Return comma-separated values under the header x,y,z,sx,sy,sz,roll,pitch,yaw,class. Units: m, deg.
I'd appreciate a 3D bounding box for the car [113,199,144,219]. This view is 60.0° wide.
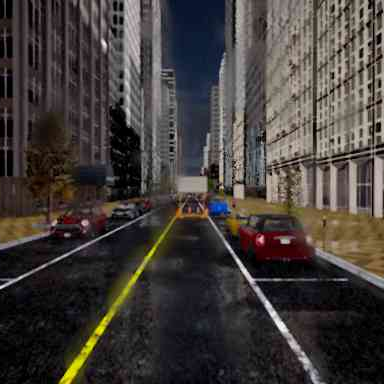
x,y,z,sx,sy,sz,roll,pitch,yaw,class
-5.695,1.562,28.543,2.008,1.369,4.403,-1,0,0,car

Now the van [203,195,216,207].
x,y,z,sx,sy,sz,roll,pitch,yaw,class
2.686,1.362,51.277,1.690,1.788,3.998,-1,0,0,van

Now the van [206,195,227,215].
x,y,z,sx,sy,sz,roll,pitch,yaw,class
2.684,1.355,34.226,1.690,1.788,3.998,-1,0,0,van

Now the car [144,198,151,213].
x,y,z,sx,sy,sz,roll,pitch,yaw,class
-5.694,1.580,34.227,1.947,1.339,4.313,-1,0,0,car

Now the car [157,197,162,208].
x,y,z,sx,sy,sz,roll,pitch,yaw,class
-5.694,1.569,45.594,2.008,1.369,4.403,-1,0,0,car

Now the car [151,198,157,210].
x,y,z,sx,sy,sz,roll,pitch,yaw,class
-5.694,1.561,39.911,1.887,1.381,4.507,-1,0,0,car

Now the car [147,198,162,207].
x,y,z,sx,sy,sz,roll,pitch,yaw,class
-5.692,1.603,51.278,1.802,1.307,4.206,-1,0,0,car

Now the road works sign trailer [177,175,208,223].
x,y,z,sx,sy,sz,roll,pitch,yaw,class
0.032,0.475,25.602,2.380,3.560,2.880,0,0,1,road works sign trailer

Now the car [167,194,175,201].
x,y,z,sx,sy,sz,roll,pitch,yaw,class
-5.690,1.476,91.063,1.967,1.590,4.097,-1,0,0,car

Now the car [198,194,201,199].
x,y,z,sx,sy,sz,roll,pitch,yaw,class
2.690,1.581,74.011,2.008,1.369,4.403,-1,0,0,car

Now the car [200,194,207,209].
x,y,z,sx,sy,sz,roll,pitch,yaw,class
2.685,1.334,45.594,2.192,1.841,5.009,-1,0,0,car

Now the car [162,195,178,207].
x,y,z,sx,sy,sz,roll,pitch,yaw,class
-3.073,1.568,51.045,2.033,1.411,5.357,0,0,0,car

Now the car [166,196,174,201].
x,y,z,sx,sy,sz,roll,pitch,yaw,class
-5.689,1.616,85.379,1.802,1.307,4.206,-1,0,0,car

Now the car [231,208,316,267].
x,y,z,sx,sy,sz,roll,pitch,yaw,class
2.683,1.445,11.492,1.967,1.590,4.097,-1,0,0,car

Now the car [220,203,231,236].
x,y,z,sx,sy,sz,roll,pitch,yaw,class
2.685,1.533,17.345,1.752,1.417,4.829,-1,0,0,car

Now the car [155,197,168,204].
x,y,z,sx,sy,sz,roll,pitch,yaw,class
-5.692,1.576,62.645,2.008,1.369,4.403,-1,0,0,car

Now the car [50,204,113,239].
x,y,z,sx,sy,sz,roll,pitch,yaw,class
-5.697,1.447,17.176,1.967,1.590,4.097,-1,0,0,car
